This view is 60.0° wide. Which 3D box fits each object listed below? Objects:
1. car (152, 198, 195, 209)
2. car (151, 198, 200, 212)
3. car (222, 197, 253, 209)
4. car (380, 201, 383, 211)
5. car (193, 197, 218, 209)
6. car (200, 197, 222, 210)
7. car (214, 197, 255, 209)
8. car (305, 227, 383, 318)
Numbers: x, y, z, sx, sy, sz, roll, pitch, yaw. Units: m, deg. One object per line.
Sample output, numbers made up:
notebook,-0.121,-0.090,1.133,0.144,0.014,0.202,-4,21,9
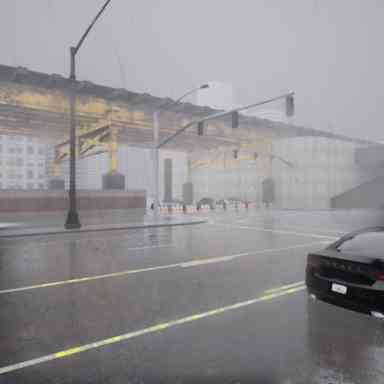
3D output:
car,-2.062,1.283,37.246,4.536,1.218,1.853,0,0,8
car,-2.010,1.441,37.239,4.974,1.542,2.038,0,0,8
car,5.538,1.278,43.743,4.536,1.218,1.853,0,0,-7
car,24.243,1.467,39.771,4.902,1.511,2.128,0,0,-37
car,1.727,1.281,40.006,1.853,1.218,4.536,0,0,18
car,1.712,1.438,39.957,2.038,1.542,4.974,0,0,18
car,5.590,1.435,43.750,4.974,1.542,2.038,0,0,-7
car,4.486,1.473,7.043,5.008,1.535,1.882,0,0,-36
